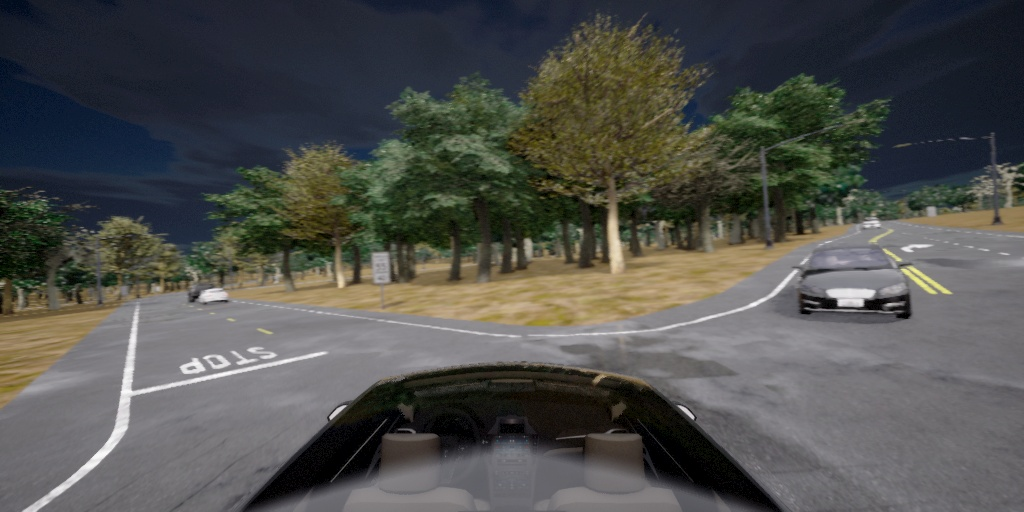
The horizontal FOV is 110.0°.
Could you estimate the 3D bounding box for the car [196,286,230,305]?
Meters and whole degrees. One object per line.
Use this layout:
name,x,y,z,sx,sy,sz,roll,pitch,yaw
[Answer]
car,-29.420,3.983,35.405,4.674,1.442,1.812,-5,-2,44

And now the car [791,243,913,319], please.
car,8.567,0.480,9.146,2.128,1.511,4.902,-4,2,43

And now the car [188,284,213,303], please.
car,-36.350,4.319,42.082,5.566,2.045,2.150,-5,-2,44
